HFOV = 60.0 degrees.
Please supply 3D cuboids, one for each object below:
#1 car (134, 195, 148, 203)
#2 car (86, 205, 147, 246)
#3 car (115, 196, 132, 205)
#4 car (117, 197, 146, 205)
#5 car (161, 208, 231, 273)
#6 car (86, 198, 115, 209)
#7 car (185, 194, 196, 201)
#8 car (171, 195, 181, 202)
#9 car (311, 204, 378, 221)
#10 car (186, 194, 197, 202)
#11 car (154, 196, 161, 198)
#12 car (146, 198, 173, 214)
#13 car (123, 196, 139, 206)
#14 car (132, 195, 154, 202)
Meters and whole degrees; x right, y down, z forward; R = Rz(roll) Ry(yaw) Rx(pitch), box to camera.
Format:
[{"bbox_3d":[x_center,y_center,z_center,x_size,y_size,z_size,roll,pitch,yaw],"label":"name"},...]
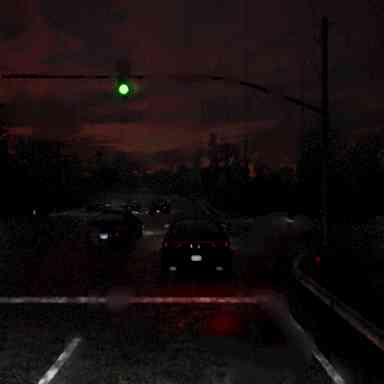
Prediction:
[{"bbox_3d":[-10.482,1.418,68.124,2.033,1.411,5.357,0,1,0],"label":"car"},{"bbox_3d":[-3.392,1.541,15.151,1.812,1.442,4.674,0,0,0],"label":"car"},{"bbox_3d":[-10.515,1.535,47.428,2.128,1.511,4.902,0,0,0],"label":"car"},{"bbox_3d":[-7.065,1.603,39.350,1.994,1.385,4.181,0,0,0],"label":"car"},{"bbox_3d":[0.107,1.488,10.733,1.882,1.535,5.008,0,0,0],"label":"car"},{"bbox_3d":[-10.568,1.515,37.940,1.882,1.535,5.008,0,0,0],"label":"car"},{"bbox_3d":[-0.369,1.199,79.837,2.128,1.511,4.902,0,1,-5],"label":"car"},{"bbox_3d":[-3.515,1.354,71.134,1.812,1.442,4.674,0,1,-2],"label":"car"},{"bbox_3d":[12.086,1.629,26.585,4.718,1.301,1.895,0,0,-3],"label":"car"},{"bbox_3d":[0.018,1.404,69.482,2.033,1.411,5.357,0,1,0],"label":"car"},{"bbox_3d":[-6.974,1.562,58.059,1.994,1.385,4.181,0,0,0],"label":"car"},{"bbox_3d":[-3.385,1.637,35.665,1.895,1.301,4.718,0,0,0],"label":"car"},{"bbox_3d":[-10.475,1.505,57.674,1.837,1.490,4.892,0,0,0],"label":"car"},{"bbox_3d":[-7.013,1.569,48.107,1.812,1.442,4.674,0,0,1],"label":"car"}]
